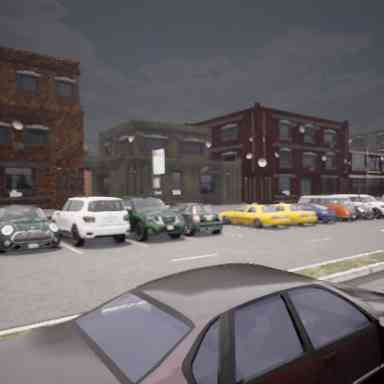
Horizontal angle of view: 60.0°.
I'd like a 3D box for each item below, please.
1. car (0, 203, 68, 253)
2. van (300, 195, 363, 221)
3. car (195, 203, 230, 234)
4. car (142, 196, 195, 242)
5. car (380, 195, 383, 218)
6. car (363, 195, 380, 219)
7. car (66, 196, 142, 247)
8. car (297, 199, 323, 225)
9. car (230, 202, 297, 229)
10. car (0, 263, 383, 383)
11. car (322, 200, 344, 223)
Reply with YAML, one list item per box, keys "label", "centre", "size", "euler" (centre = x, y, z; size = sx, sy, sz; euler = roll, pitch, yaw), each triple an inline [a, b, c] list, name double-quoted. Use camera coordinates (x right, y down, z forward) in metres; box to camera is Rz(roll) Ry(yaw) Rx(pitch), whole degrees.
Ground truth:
- label: "car"
  centre: [-7.079, 1.366, 13.928]
  size: [2.185, 1.767, 4.553]
  euler: [0, 0, -36]
- label: "van"
  centre: [10.866, 1.293, 26.761]
  size: [1.878, 1.987, 4.442]
  euler: [0, 0, -36]
- label: "car"
  centre: [-0.348, 1.382, 18.733]
  size: [2.185, 1.767, 4.553]
  euler: [0, 0, -36]
- label: "car"
  centre: [-2.582, 1.251, 17.117]
  size: [2.435, 2.045, 5.566]
  euler: [0, 0, -36]
- label: "car"
  centre: [15.280, 1.262, 30.072]
  size: [2.435, 2.045, 5.566]
  euler: [0, 0, -36]
- label: "car"
  centre: [13.011, 1.392, 28.500]
  size: [2.185, 1.767, 4.553]
  euler: [0, 0, -36]
- label: "car"
  centre: [-4.847, 1.246, 15.544]
  size: [2.435, 2.045, 5.566]
  euler: [0, 0, -36]
- label: "car"
  centre: [6.224, 1.516, 23.768]
  size: [1.946, 1.575, 5.366]
  euler: [0, 0, -36]
- label: "car"
  centre: [3.990, 1.513, 22.147]
  size: [1.946, 1.575, 5.366]
  euler: [0, 0, -36]
- label: "car"
  centre: [0.621, 1.550, 3.590]
  size: [5.357, 1.411, 2.033]
  euler: [0, 0, -36]
- label: "car"
  centre: [8.566, 1.560, 25.234]
  size: [2.002, 1.452, 4.674]
  euler: [0, 0, -36]
